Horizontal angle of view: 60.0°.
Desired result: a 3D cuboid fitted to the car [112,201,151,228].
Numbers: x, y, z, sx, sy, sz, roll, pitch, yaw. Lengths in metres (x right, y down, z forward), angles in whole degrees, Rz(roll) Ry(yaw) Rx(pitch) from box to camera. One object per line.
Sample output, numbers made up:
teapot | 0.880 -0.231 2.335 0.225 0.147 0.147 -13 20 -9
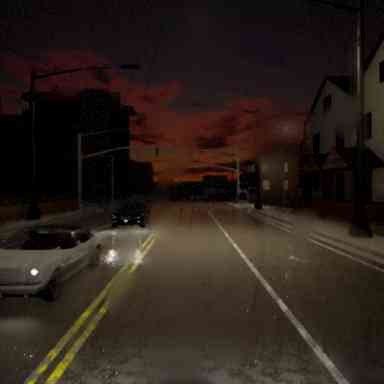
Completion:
car | -3.654 1.332 20.782 1.837 1.490 4.892 0 0 0

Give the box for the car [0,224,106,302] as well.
car | -3.626 1.535 8.240 1.895 1.301 4.718 0 0 0
